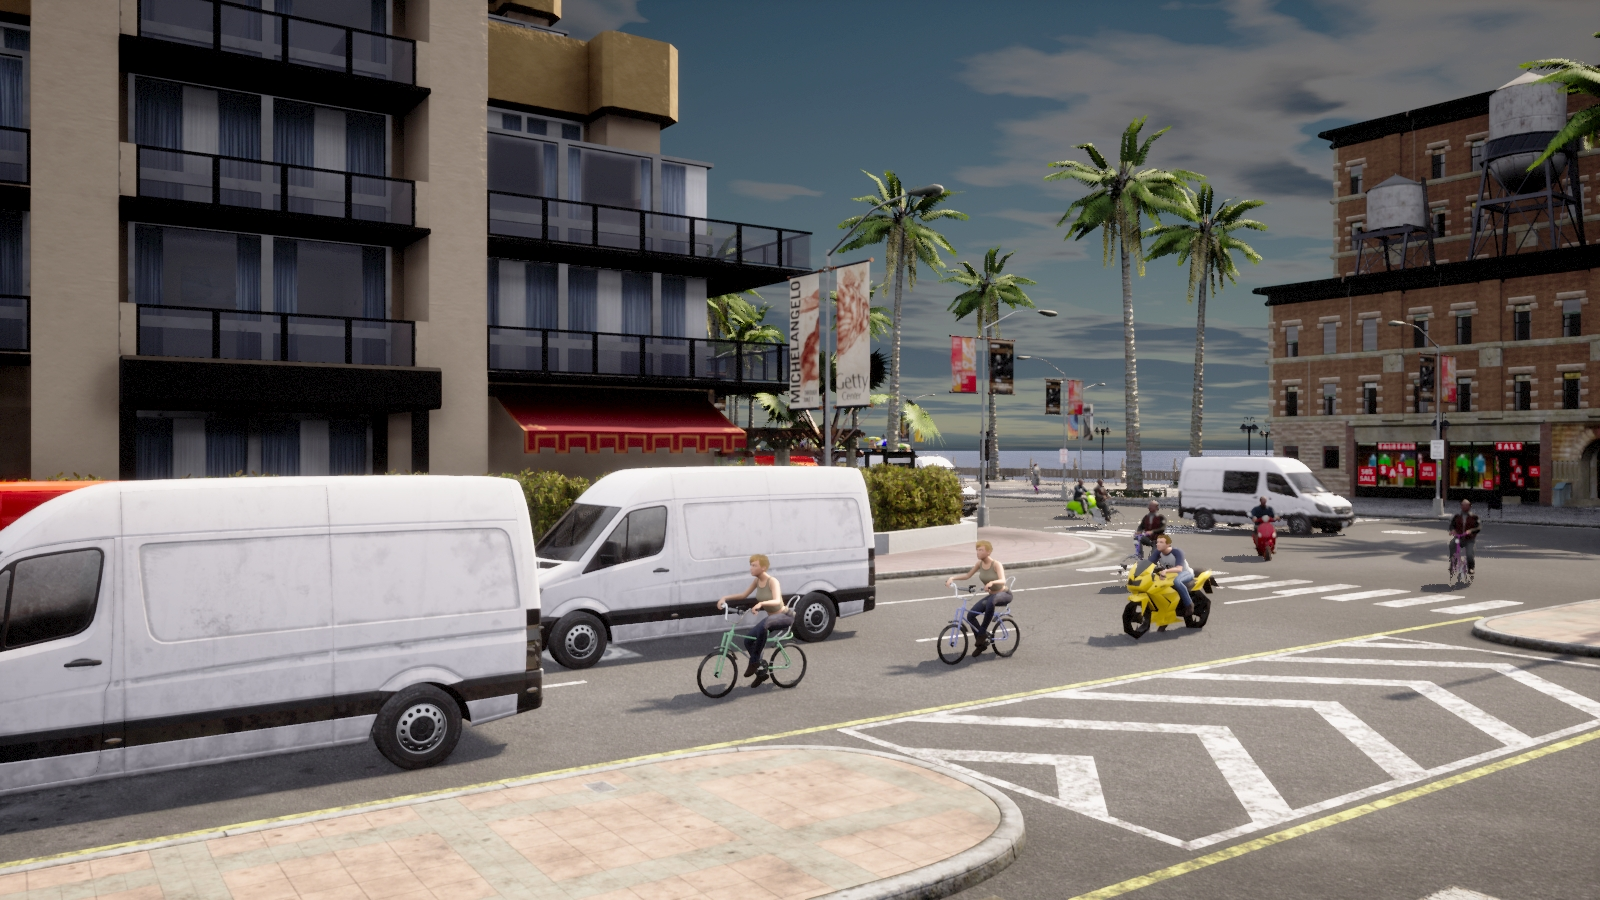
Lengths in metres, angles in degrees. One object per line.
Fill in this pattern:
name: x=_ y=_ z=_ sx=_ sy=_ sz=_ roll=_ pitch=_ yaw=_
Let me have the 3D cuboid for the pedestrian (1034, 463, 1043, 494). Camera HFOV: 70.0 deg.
pedestrian: x=14.234 y=1.696 z=68.189 sx=0.375 sy=1.860 sz=0.375 roll=0 pitch=0 yaw=42

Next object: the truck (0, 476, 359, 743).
truck: x=-7.827 y=1.568 z=12.387 sx=5.204 sy=2.467 sz=2.627 roll=0 pitch=0 yaw=-35

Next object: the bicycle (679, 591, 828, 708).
bicycle: x=-0.533 y=2.256 z=13.140 sx=1.487 sy=1.080 sz=0.859 roll=0 pitch=0 yaw=-35

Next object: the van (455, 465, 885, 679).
van: x=-1.725 y=1.534 z=16.503 sx=5.915 sy=2.561 sz=1.988 roll=0 pitch=0 yaw=-34

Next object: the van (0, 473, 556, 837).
van: x=-5.288 y=1.534 z=9.874 sx=5.915 sy=2.561 sz=1.988 roll=0 pitch=0 yaw=-34

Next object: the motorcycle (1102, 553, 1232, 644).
motorcycle: x=5.572 y=2.213 z=17.294 sx=2.033 sy=1.145 sz=0.803 roll=0 pitch=0 yaw=-34

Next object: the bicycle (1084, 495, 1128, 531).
bicycle: x=10.750 y=2.210 z=40.180 sx=0.329 sy=1.171 sz=1.835 roll=1 pitch=-1 yaw=-28

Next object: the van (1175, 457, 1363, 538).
van: x=16.040 y=1.534 z=39.465 sx=1.988 sy=2.561 sz=5.915 roll=0 pitch=0 yaw=-34

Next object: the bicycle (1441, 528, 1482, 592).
bicycle: x=13.480 y=2.210 z=23.264 sx=0.329 sy=1.171 sz=1.835 roll=0 pitch=0 yaw=43
